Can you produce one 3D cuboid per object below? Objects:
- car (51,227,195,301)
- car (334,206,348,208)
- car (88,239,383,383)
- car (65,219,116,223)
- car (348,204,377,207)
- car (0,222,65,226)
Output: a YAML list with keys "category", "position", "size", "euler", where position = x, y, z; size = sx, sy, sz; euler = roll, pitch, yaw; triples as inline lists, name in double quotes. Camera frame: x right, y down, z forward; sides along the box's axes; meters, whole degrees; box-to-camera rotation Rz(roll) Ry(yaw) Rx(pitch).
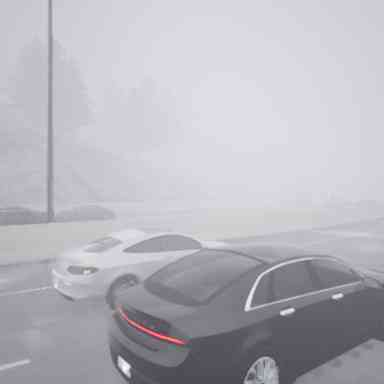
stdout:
- category: "car"
  position: [-0.726, 1.539, 7.694]
  size: [4.674, 1.442, 1.812]
  euler: [0, 0, -37]
- category: "car"
  position: [19.828, 1.563, 44.510]
  size: [4.674, 1.442, 1.812]
  euler: [0, 0, -42]
- category: "car"
  position: [1.260, 1.511, 4.814]
  size: [4.892, 1.490, 1.837]
  euler: [0, 0, -37]
- category: "car"
  position: [-7.769, 1.612, 24.607]
  size: [4.181, 1.385, 1.994]
  euler: [0, 0, -39]
- category: "car"
  position: [22.058, 1.577, 41.813]
  size: [5.357, 1.411, 2.033]
  euler: [0, 0, -42]
- category: "car"
  position: [-8.568, 1.561, 15.172]
  size: [4.674, 1.442, 1.812]
  euler: [0, 0, -37]
